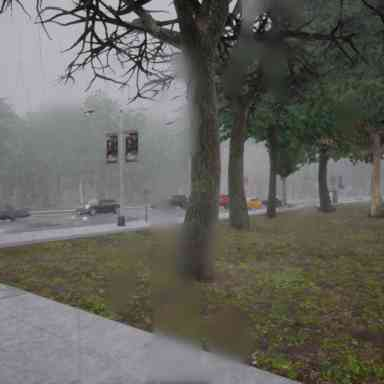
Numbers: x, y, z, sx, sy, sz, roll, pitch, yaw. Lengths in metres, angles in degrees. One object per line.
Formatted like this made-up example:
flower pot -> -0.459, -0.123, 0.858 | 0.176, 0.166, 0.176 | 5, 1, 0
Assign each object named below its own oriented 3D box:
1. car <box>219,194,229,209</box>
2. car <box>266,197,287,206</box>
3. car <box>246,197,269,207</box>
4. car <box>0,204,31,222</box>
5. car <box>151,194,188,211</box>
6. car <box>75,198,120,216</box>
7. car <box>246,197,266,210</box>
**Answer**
car -> 4.841, 1.290, 46.694 | 2.150, 2.045, 5.566 | 0, 0, 36
car -> 13.633, 1.571, 53.488 | 1.882, 1.535, 5.008 | 0, 0, 36
car -> 10.920, 1.594, 55.284 | 1.837, 1.490, 4.892 | 0, 0, 36
car -> -14.976, 1.564, 24.776 | 2.033, 1.411, 5.357 | 0, 0, 35
car -> -2.745, 1.270, 41.891 | 2.150, 2.045, 5.566 | 0, 0, 36
car -> -9.235, 1.383, 32.813 | 2.097, 1.767, 4.553 | 0, 0, 35
car -> 7.838, 1.552, 45.289 | 1.882, 1.535, 5.008 | 0, 0, 36
